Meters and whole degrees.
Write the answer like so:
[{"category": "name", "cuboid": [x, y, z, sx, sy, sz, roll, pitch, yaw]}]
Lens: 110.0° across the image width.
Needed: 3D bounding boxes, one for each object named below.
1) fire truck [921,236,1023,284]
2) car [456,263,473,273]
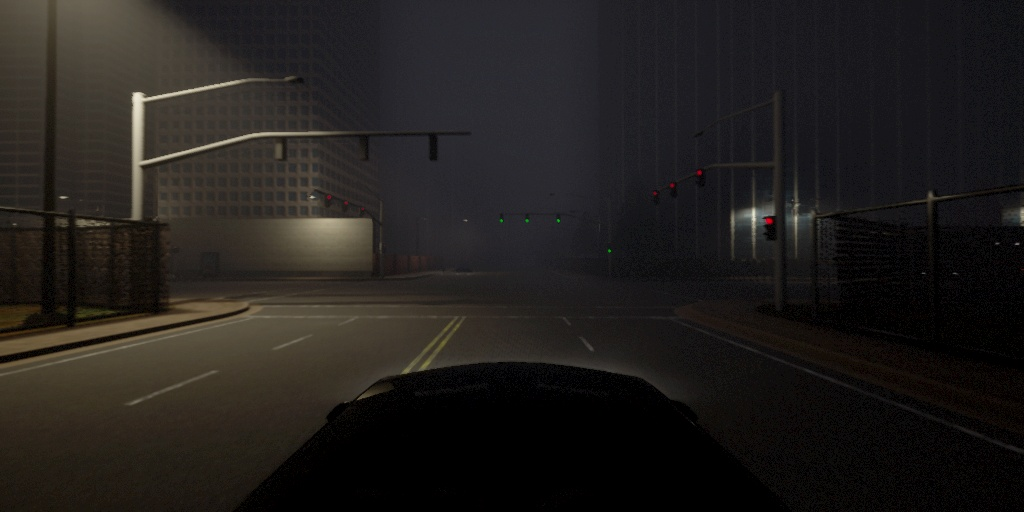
[{"category": "fire truck", "cuboid": [39.303, 0.285, 29.498, 8.468, 3.827, 2.891, 0, -1, 0]}, {"category": "car", "cuboid": [-7.023, 1.756, 53.101, 1.812, 1.442, 4.674, 0, -1, 0]}]
